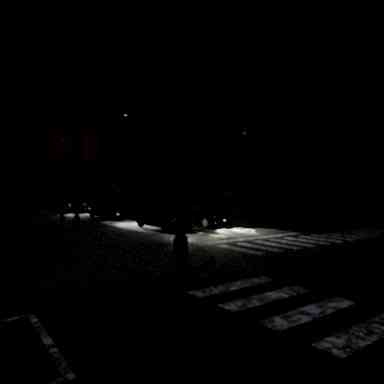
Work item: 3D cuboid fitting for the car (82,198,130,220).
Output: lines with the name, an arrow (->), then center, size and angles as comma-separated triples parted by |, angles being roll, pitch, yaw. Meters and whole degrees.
car -> -7.318, 1.506, 28.424 | 2.128, 1.511, 4.902 | 0, 0, -36

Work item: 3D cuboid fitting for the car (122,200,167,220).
car -> -4.339, 1.505, 29.847 | 1.882, 1.535, 5.008 | 0, 0, -36

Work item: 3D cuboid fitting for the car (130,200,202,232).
car -> -1.778, 1.507, 20.704 | 1.882, 1.535, 5.008 | 0, 0, -36

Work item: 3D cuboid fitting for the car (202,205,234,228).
car -> 0.908, 1.606, 22.549 | 1.994, 1.385, 4.181 | 0, 0, -35

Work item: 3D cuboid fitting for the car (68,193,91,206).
car -> -19.147, 1.215, 56.366 | 2.150, 2.045, 5.566 | 0, 0, -35

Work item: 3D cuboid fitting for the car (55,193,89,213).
car -> -13.201, 1.351, 36.635 | 2.097, 1.767, 4.553 | 0, 0, -36

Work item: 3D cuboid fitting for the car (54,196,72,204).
car -> -25.282, 1.522, 64.916 | 2.033, 1.411, 5.357 | 0, 0, -36
